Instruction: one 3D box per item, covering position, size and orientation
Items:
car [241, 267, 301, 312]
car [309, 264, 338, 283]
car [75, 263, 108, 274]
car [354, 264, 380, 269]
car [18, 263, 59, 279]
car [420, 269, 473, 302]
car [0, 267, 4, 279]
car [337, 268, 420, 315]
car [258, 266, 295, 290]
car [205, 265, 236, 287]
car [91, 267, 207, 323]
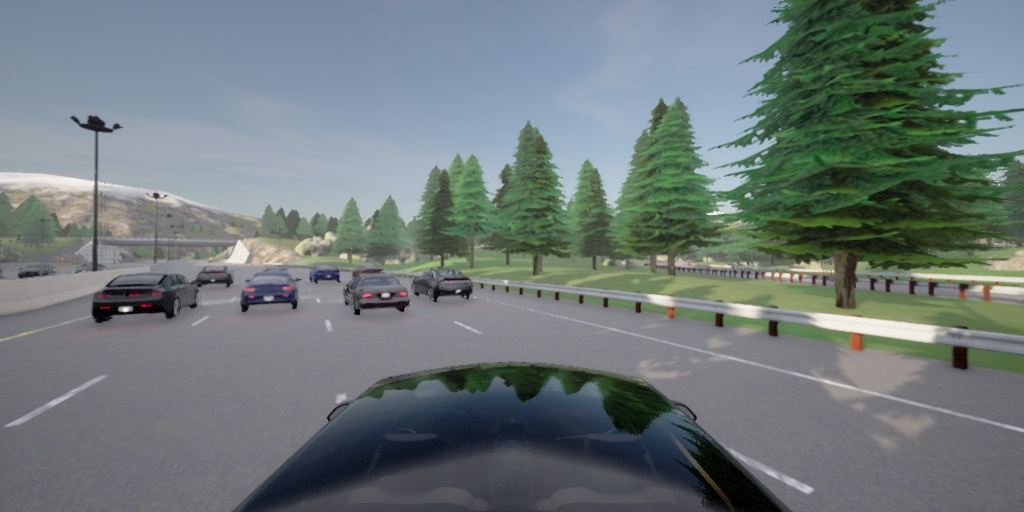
[{"bbox_3d":[-9.992,1.376,15.000,1.812,1.442,4.674,0,0,-30],"label":"car"},{"bbox_3d":[-15.994,1.449,30.547,1.882,1.535,5.008,0,0,-35],"label":"car"},{"bbox_3d":[-44.972,1.510,38.477,2.128,1.511,4.902,0,-1,-42],"label":"car"},{"bbox_3d":[-13.089,1.466,32.497,1.882,1.535,5.008,0,0,-35],"label":"car"},{"bbox_3d":[-47.540,1.502,36.102,1.837,1.490,4.892,0,-1,-42],"label":"car"},{"bbox_3d":[-3.597,1.370,17.932,2.128,1.511,4.902,0,0,-30],"label":"car"},{"bbox_3d":[-50.091,1.455,33.709,1.882,1.535,5.008,0,-1,-42],"label":"car"},{"bbox_3d":[-5.541,1.396,14.339,2.033,1.411,5.357,0,-1,-30],"label":"car"},{"bbox_3d":[-16.984,1.481,25.845,2.033,1.411,5.357,0,-1,-35],"label":"car"},{"bbox_3d":[-21.121,1.421,25.666,2.128,1.511,4.902,0,-1,-35],"label":"car"},{"bbox_3d":[-12.744,1.337,12.780,1.837,1.490,4.892,0,0,-30],"label":"car"}]
